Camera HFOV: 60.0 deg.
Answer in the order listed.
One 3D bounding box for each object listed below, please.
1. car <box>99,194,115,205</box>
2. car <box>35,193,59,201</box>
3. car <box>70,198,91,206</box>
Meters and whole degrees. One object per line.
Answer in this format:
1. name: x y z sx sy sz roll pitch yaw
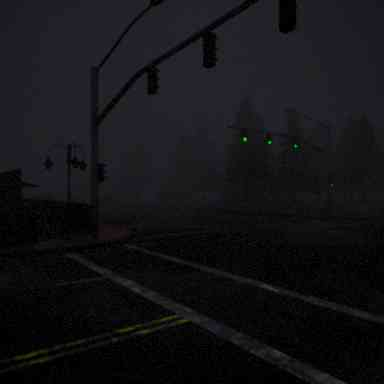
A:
1. car: -14.678 1.271 55.550 2.097 1.767 4.553 0 0 -37
2. car: -19.196 1.181 43.935 2.150 2.045 5.566 0 0 -37
3. car: -15.149 1.472 44.378 1.812 1.442 4.674 0 0 -37
